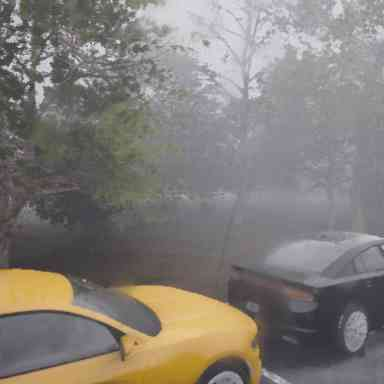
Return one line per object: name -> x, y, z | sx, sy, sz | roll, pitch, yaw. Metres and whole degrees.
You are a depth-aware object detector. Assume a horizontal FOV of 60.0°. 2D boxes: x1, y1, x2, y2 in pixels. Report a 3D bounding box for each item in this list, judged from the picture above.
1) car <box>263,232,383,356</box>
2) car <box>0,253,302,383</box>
car -> 2.948, 1.487, 6.150 | 5.008, 1.535, 2.097 | -1, 1, -33
car -> -1.575, 1.480, 2.914 | 5.008, 1.535, 2.097 | 0, 1, -33
